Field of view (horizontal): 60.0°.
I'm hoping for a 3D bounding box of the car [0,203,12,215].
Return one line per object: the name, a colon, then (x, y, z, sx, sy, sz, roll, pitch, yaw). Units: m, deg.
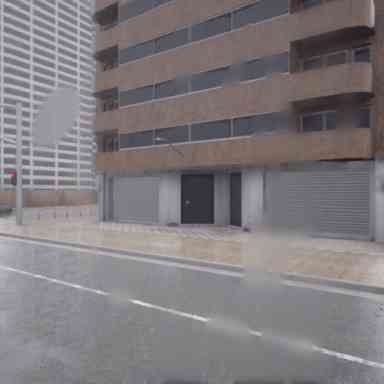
car: (-19.373, 1.564, 31.421, 1.994, 1.385, 4.181, 0, 0, 33)
